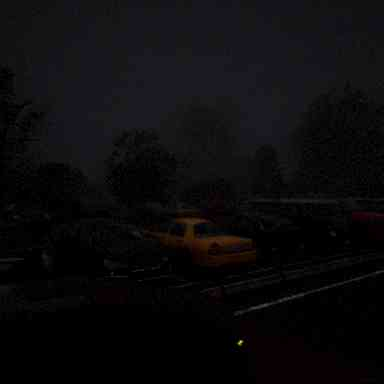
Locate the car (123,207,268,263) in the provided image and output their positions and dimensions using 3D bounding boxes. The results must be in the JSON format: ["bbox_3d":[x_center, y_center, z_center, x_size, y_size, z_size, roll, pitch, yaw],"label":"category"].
[{"bbox_3d":[-0.242,1.516,11.159,1.946,1.575,5.366,0,0,-35],"label":"car"}]

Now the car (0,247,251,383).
[{"bbox_3d":[-1.568,1.526,2.567,4.674,1.442,1.812,0,0,-36],"label":"car"}]

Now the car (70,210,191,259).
[{"bbox_3d":[-2.409,1.521,9.404,2.231,1.521,4.892,0,0,-35],"label":"car"}]

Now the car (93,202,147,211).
[{"bbox_3d":[-5.417,1.547,23.258,2.163,1.488,4.792,0,0,-35],"label":"car"}]

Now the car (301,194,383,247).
[{"bbox_3d":[6.695,1.265,15.812,2.435,2.045,5.566,0,0,-35],"label":"car"}]

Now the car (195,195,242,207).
[{"bbox_3d":[1.265,1.262,28.064,2.435,2.045,5.566,0,0,-35],"label":"car"}]

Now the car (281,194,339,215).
[{"bbox_3d":[12.728,1.255,36.187,2.435,2.045,5.566,0,0,-35],"label":"car"}]

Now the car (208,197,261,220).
[{"bbox_3d":[3.673,1.386,29.697,2.185,1.767,4.553,0,0,-35],"label":"car"}]

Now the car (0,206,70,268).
[{"bbox_3d":[-4.659,1.395,7.764,2.185,1.767,4.553,0,0,-35],"label":"car"}]

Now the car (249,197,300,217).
[{"bbox_3d":[8.080,1.384,32.897,2.185,1.767,4.553,0,0,-35],"label":"car"}]

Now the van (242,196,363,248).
[{"bbox_3d":[4.475,1.292,14.131,1.878,1.987,4.442,0,0,-35],"label":"van"}]

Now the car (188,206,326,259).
[{"bbox_3d":[2.140,1.520,12.612,2.231,1.521,4.892,0,0,-35],"label":"car"}]

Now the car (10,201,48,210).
[{"bbox_3d":[-9.997,1.393,20.089,2.185,1.767,4.553,0,0,-35],"label":"car"}]

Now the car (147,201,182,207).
[{"bbox_3d":[-3.164,1.516,24.898,2.097,1.535,5.008,0,0,-35],"label":"car"}]

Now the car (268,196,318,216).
[{"bbox_3d":[10.352,1.382,34.506,2.185,1.767,4.553,0,0,-35],"label":"car"}]

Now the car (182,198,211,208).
[{"bbox_3d":[-1.098,1.512,26.582,1.946,1.575,5.366,0,0,-35],"label":"car"}]

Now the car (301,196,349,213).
[{"bbox_3d":[15.036,1.379,37.748,2.185,1.767,4.553,0,0,-35],"label":"car"}]
